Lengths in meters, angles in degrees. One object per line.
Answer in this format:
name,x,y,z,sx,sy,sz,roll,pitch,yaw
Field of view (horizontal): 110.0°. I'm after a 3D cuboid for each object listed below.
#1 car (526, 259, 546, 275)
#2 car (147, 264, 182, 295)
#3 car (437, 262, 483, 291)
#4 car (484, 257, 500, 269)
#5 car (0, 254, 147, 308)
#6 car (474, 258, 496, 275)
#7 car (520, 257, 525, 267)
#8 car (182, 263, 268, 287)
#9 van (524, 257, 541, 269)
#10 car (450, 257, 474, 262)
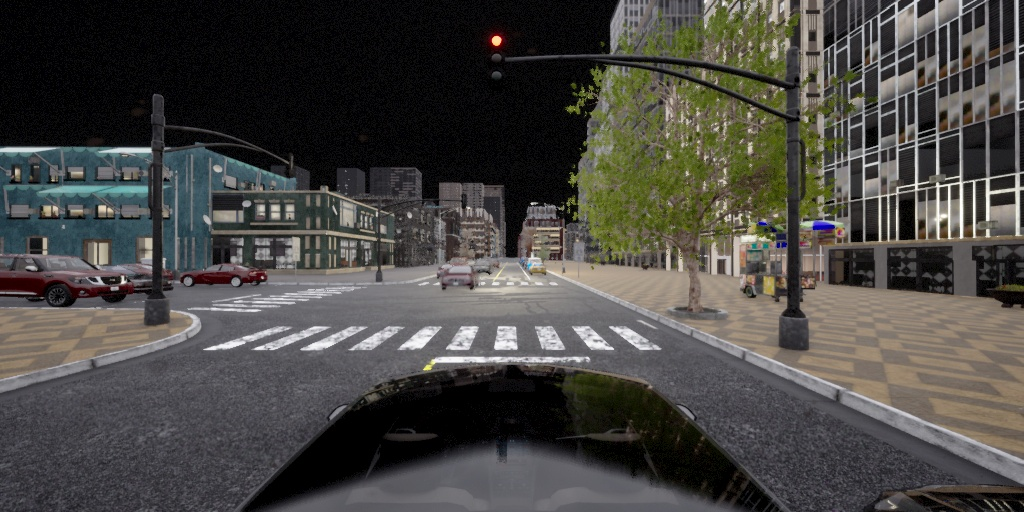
car,2.720,1.278,38.251,1.751,1.417,4.829,0,0,0
car,-18.227,1.082,15.733,5.357,1.411,2.033,1,0,-1
car,-3.085,1.277,22.050,1.812,1.442,4.674,0,0,0
car,-3.043,1.107,55.601,2.097,1.767,4.553,0,0,0
car,-17.149,0.850,13.155,5.009,1.841,2.192,0,0,-1
car,-3.072,1.257,38.441,1.837,1.490,4.892,0,0,0
car,2.732,1.305,54.735,2.007,1.370,4.403,0,0,0
car,-17.261,1.121,21.535,4.507,1.381,1.888,0,0,-1
van,2.724,1.094,43.633,1.690,1.789,3.998,0,0,0
car,-5.661,1.067,38.085,2.192,1.841,5.009,0,0,0
